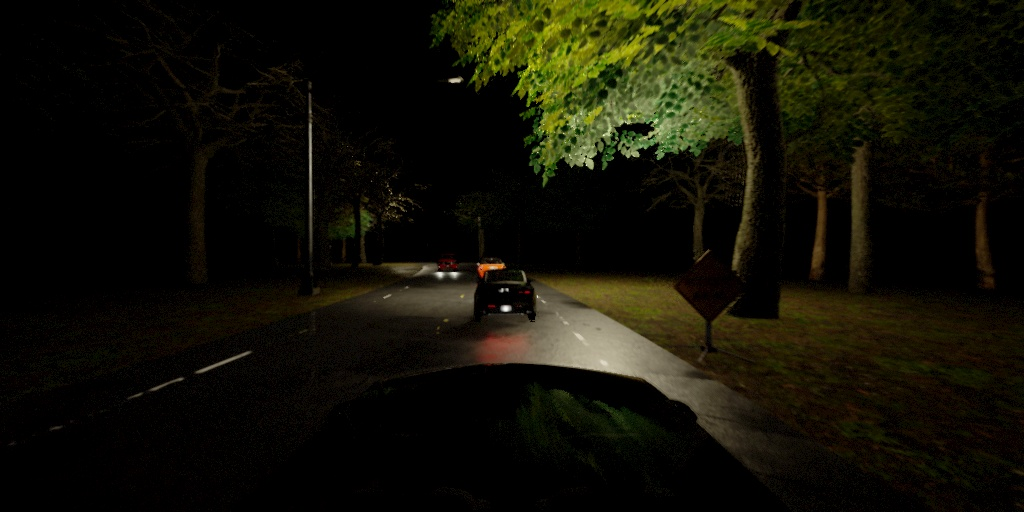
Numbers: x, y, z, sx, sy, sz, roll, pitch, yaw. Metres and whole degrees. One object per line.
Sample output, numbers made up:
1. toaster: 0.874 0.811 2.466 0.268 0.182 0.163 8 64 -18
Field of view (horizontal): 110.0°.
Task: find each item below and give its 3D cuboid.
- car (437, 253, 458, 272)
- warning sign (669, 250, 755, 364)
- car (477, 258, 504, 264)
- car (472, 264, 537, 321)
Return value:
1. car: -7.502 0.721 41.782 2.150 2.045 5.566 0 1 -11
2. warning sign: 3.490 0.819 6.368 1.300 1.860 1.060 0 0 -1
3. car: -1.637 0.921 27.819 2.097 1.767 4.553 0 0 -7
4. car: -0.268 1.169 12.118 1.837 1.490 4.892 0 0 -3
